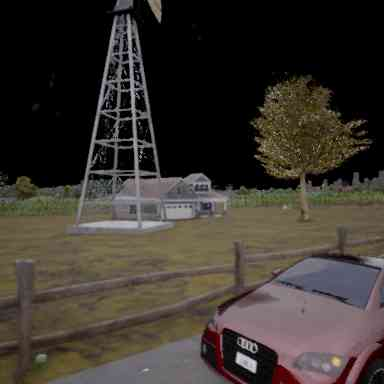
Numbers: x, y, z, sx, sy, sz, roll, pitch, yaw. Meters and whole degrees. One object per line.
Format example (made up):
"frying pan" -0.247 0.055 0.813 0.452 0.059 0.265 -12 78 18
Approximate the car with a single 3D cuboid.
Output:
"car" 2.163 1.614 4.679 4.181 1.385 1.994 1 -1 -37
